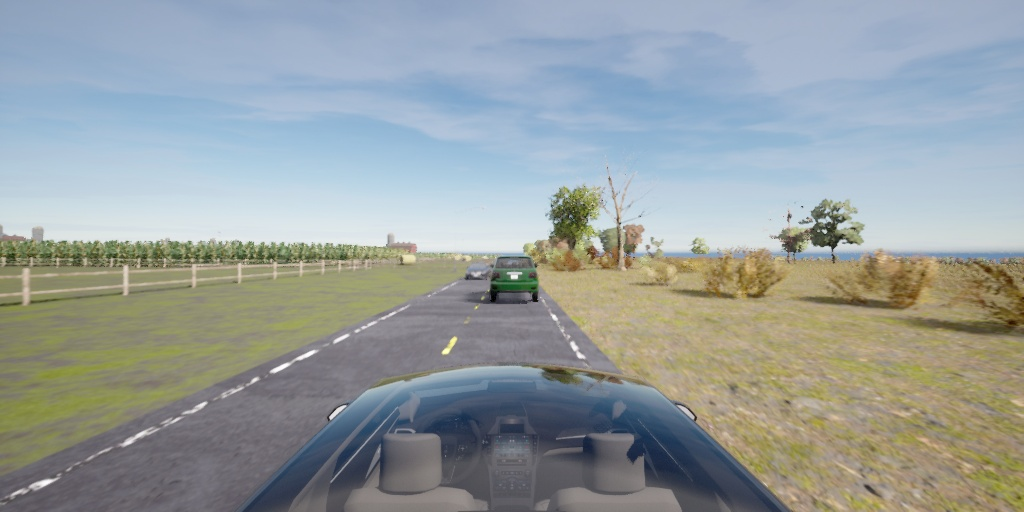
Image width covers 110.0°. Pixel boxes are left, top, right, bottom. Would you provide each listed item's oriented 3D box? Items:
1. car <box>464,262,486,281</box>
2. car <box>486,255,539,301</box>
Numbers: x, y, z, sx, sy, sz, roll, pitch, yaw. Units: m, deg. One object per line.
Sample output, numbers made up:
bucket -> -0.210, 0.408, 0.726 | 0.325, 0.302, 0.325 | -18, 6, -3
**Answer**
car -> -2.846, 1.264, 30.581 | 1.812, 1.442, 4.674 | 0, 0, 0
car -> 0.100, 0.965, 17.536 | 2.150, 2.045, 5.566 | 0, 0, 0
